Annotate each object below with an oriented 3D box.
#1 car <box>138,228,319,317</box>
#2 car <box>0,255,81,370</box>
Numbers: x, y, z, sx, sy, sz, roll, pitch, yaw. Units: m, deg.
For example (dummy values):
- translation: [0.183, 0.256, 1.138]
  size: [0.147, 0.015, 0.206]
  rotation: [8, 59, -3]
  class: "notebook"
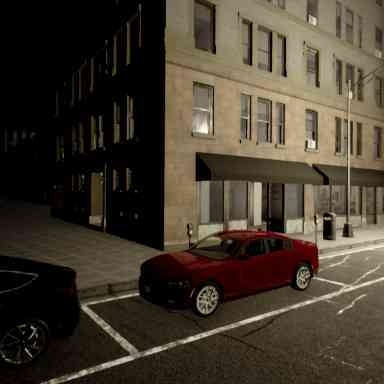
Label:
- translation: [0.987, 1.545, 7.455]
  size: [4.507, 1.381, 1.887]
  rotation: [0, 1, -35]
  class: "car"
- translation: [-3.635, 1.566, 4.166]
  size: [4.313, 1.339, 1.947]
  rotation: [0, 1, -35]
  class: "car"
